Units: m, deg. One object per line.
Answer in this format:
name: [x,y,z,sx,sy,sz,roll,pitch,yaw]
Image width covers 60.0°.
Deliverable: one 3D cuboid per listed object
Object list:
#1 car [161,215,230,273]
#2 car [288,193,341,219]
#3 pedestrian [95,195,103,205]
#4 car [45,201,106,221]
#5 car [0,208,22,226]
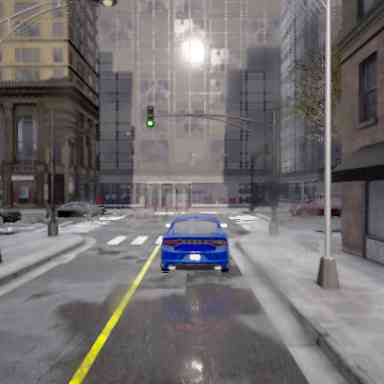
car: [0.138,1.471,10.751,1.882,1.535,5.008,0,0,2]
car: [10.340,1.232,27.455,4.553,1.767,2.097,0,0,0]
pedestrian: [-9.716,1.147,34.774,0.375,1.860,0.375,0,1,0]
car: [-9.516,1.524,27.246,4.902,1.511,2.128,0,0,6]
car: [-14.892,1.566,23.892,5.008,1.535,1.882,0,0,0]
